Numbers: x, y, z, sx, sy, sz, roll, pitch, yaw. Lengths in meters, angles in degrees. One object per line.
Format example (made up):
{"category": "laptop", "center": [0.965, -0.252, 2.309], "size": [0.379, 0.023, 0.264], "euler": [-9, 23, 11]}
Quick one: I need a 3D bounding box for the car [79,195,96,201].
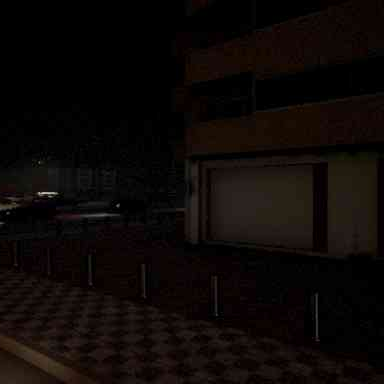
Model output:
{"category": "car", "center": [-26.319, 1.451, 83.883], "size": [1.970, 1.475, 3.806], "euler": [0, 0, 35]}

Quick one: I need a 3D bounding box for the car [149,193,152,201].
{"category": "car", "center": [-7.919, 1.212, 70.901], "size": [1.905, 1.878, 3.866], "euler": [0, 0, 35]}

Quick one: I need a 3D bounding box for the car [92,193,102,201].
{"category": "car", "center": [-23.961, 1.211, 82.202], "size": [1.905, 1.878, 3.866], "euler": [0, 0, 35]}

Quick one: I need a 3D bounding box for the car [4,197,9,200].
{"category": "car", "center": [-36.389, 1.419, 69.611], "size": [1.784, 1.438, 3.905], "euler": [0, 0, 35]}

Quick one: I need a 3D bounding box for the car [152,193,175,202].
{"category": "car", "center": [-5.587, 1.209, 69.185], "size": [1.932, 1.855, 4.605], "euler": [0, 0, 35]}

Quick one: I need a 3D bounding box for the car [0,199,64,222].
{"category": "car", "center": [-13.437, 1.581, 27.600], "size": [1.812, 1.442, 4.674], "euler": [0, 0, 35]}

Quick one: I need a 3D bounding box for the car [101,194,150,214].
{"category": "car", "center": [-7.182, 1.408, 36.540], "size": [2.097, 1.767, 4.553], "euler": [0, 0, 35]}

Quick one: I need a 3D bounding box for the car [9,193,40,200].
{"category": "car", "center": [-34.062, 1.209, 67.886], "size": [1.932, 1.855, 4.605], "euler": [0, 0, 35]}

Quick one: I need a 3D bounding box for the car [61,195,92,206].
{"category": "car", "center": [-20.214, 1.451, 58.202], "size": [1.970, 1.475, 3.806], "euler": [0, 0, 35]}
